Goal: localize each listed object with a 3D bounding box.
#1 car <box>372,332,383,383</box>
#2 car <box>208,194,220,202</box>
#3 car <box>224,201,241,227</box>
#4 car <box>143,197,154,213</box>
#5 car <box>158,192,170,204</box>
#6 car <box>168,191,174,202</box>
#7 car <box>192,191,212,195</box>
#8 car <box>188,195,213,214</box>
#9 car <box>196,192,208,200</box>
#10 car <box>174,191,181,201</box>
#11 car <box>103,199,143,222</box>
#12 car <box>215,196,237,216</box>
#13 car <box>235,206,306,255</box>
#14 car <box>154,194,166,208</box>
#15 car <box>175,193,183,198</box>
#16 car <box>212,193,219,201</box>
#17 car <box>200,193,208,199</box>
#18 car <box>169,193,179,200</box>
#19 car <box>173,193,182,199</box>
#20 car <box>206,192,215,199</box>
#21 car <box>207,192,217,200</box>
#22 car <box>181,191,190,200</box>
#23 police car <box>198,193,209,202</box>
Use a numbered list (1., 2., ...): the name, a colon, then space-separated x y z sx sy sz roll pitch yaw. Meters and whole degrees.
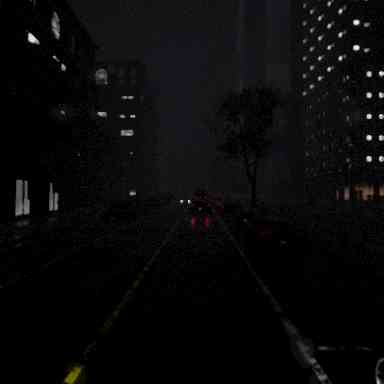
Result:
1. car: 2.719 1.566 1.703 1.947 1.339 4.313 1 0 1
2. car: 4.181 1.112 62.949 2.008 1.369 4.403 1 0 1
3. car: 3.118 1.428 18.406 2.008 1.369 4.403 1 0 1
4. car: -4.994 1.307 29.743 2.008 1.369 4.403 1 0 1
5. car: -4.599 1.164 46.276 1.752 1.417 4.829 1 0 1
6. car: -4.457 0.914 52.013 2.192 1.841 5.009 1 0 1
7. car: 1.188 0.876 47.348 2.150 2.045 5.566 0 0 0
8. car: 0.798 1.292 32.027 1.812 1.442 4.674 0 0 2
9. car: 2.283 0.822 74.563 2.097 1.767 4.553 0 0 -5
10. car: -4.059 0.797 68.716 2.192 1.841 5.009 1 0 1
11. car: -5.127 1.362 24.175 1.947 1.339 4.313 1 0 1
12. car: 3.384 1.347 29.542 2.008 1.369 4.403 1 0 1
13. car: 2.985 1.462 12.837 1.887 1.381 4.507 1 0 1
14. car: -4.728 1.243 40.879 1.947 1.339 4.313 1 0 1
15. car: -3.532 0.880 90.990 2.008 1.369 4.403 1 0 1
16. car: 3.654 1.241 40.848 1.752 1.417 4.829 1 0 1
17. car: 2.803 0.956 80.673 1.812 1.442 4.674 0 0 1
18. car: -3.931 0.988 74.286 1.887 1.381 4.507 1 0 1
19. car: -3.665 0.933 85.422 1.947 1.339 4.313 1 0 1
20. car: 4.715 0.847 85.221 1.967 1.590 4.097 1 0 1
21. car: 4.449 0.924 74.084 1.967 1.590 4.097 1 0 1
22. car: -1.346 0.960 70.287 1.882 1.535 5.008 0 0 1
23. police car: 2.208 0.964 64.779 1.930 1.638 5.238 0 0 -1
